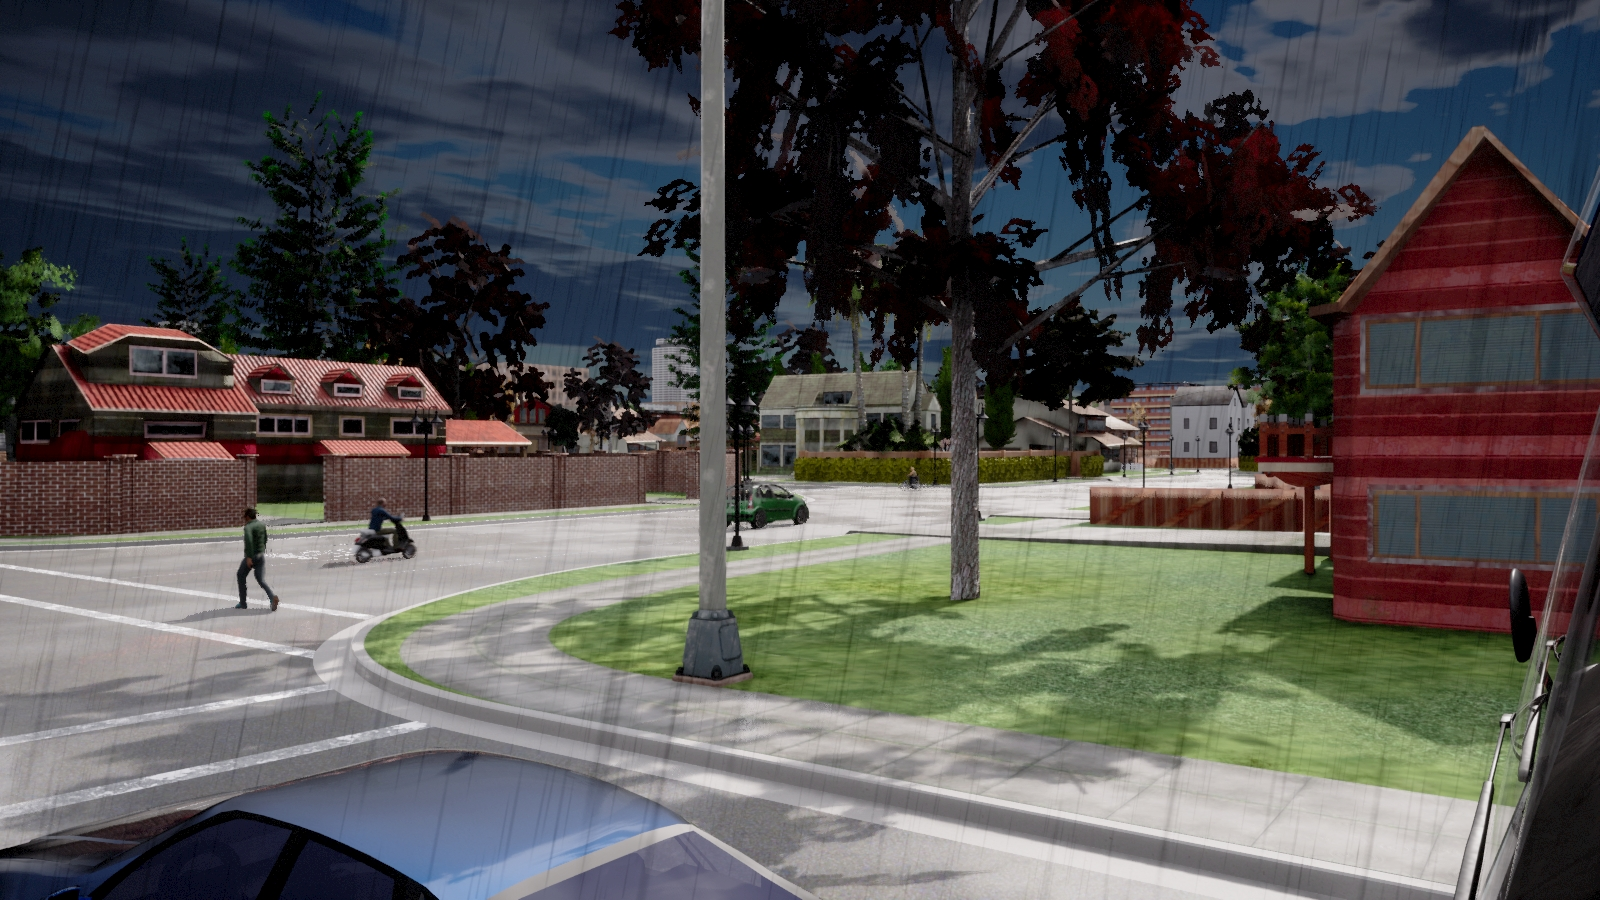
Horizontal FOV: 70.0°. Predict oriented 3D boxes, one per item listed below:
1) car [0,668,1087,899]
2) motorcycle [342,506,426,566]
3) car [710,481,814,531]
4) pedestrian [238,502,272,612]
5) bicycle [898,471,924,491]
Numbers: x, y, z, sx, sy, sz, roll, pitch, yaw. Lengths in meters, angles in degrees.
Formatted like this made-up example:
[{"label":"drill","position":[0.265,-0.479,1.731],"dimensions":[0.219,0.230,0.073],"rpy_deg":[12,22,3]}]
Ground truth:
[{"label":"car","position":[-1.713,2.106,4.943],"dimensions":[5.357,1.411,2.033],"rpy_deg":[0,0,36]},{"label":"motorcycle","position":[-10.401,2.131,28.613],"dimensions":[0.856,1.341,1.805],"rpy_deg":[0,0,36]},{"label":"car","position":[-1.331,1.999,42.017],"dimensions":[1.851,1.617,3.988],"rpy_deg":[0,0,34]},{"label":"pedestrian","position":[-9.467,1.848,19.854],"dimensions":[0.375,1.860,0.375],"rpy_deg":[0,0,18]},{"label":"bicycle","position":[7.356,2.052,75.654],"dimensions":[1.487,1.301,0.859],"rpy_deg":[0,-2,21]}]
